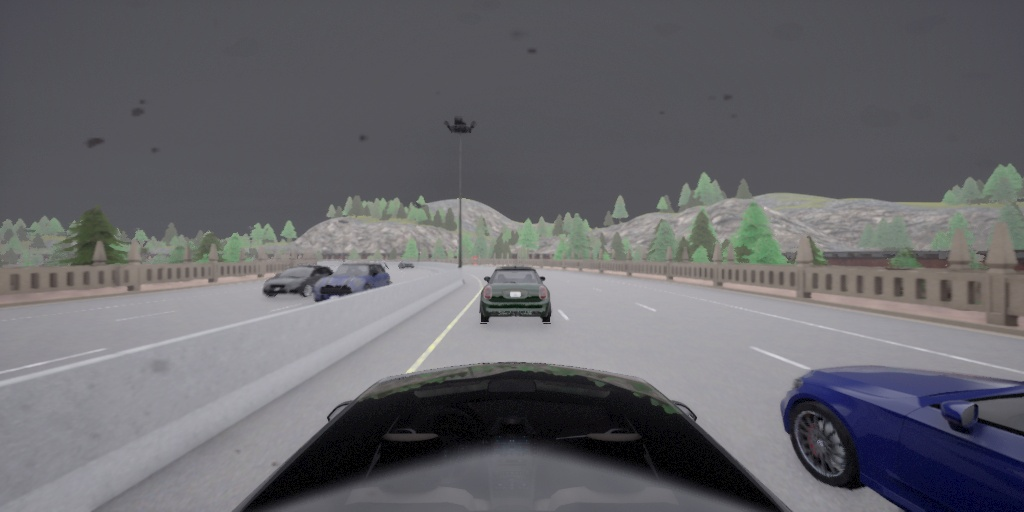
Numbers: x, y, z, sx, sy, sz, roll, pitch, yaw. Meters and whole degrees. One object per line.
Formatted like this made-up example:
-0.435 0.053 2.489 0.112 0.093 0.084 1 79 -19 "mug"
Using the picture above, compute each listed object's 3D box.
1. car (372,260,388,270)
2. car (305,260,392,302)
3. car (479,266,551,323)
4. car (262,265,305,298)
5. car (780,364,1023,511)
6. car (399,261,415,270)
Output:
-21.699 1.451 58.820 1.812 1.442 4.674 0 0 -28 "car"
-7.232 1.111 16.729 2.097 1.767 4.553 0 0 -2 "car"
0.096 1.107 12.233 2.097 1.767 4.553 0 0 0 "car"
-10.778 1.267 18.717 1.837 1.490 4.892 0 0 -2 "car"
3.600 1.276 1.623 1.812 1.442 4.674 0 0 0 "car"
-16.975 1.449 57.590 2.033 1.411 5.357 0 0 -25 "car"
